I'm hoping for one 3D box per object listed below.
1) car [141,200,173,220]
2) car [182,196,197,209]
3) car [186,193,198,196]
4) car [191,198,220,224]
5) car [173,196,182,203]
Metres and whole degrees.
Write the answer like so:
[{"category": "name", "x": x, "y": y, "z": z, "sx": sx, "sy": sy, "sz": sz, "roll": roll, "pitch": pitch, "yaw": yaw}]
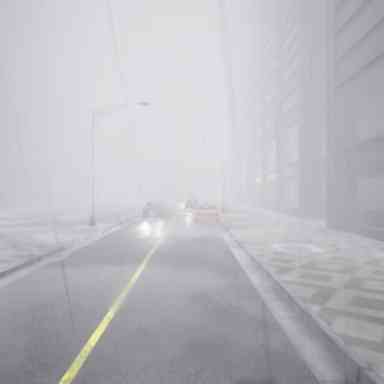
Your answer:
[{"category": "car", "x": -3.086, "y": 1.511, "z": 28.220, "sx": 2.128, "sy": 1.511, "sz": 4.902, "roll": 0, "pitch": 0, "yaw": 0}, {"category": "car", "x": 0.050, "y": 1.597, "z": 45.503, "sx": 1.994, "sy": 1.385, "sz": 4.181, "roll": 0, "pitch": 0, "yaw": 1}, {"category": "car", "x": 0.016, "y": 1.208, "z": 69.596, "sx": 2.150, "sy": 2.045, "sz": 5.566, "roll": 0, "pitch": 0, "yaw": 0}, {"category": "car", "x": 1.056, "y": 1.472, "z": 24.898, "sx": 1.801, "sy": 1.575, "sz": 5.366, "roll": 0, "pitch": 0, "yaw": 0}, {"category": "car", "x": -2.984, "y": 1.595, "z": 69.565, "sx": 1.994, "sy": 1.385, "sz": 4.181, "roll": 0, "pitch": 0, "yaw": 0}]
